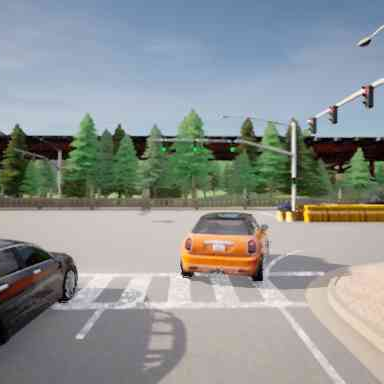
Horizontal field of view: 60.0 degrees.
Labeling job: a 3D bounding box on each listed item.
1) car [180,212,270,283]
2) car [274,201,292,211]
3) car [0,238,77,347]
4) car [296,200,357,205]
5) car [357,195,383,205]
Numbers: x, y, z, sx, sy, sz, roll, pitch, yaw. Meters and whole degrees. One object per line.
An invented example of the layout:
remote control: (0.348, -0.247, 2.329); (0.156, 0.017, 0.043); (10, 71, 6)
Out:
car: (1.201, 1.379, 10.126); (2.097, 1.767, 4.553); (0, 0, 15)
car: (11.638, 1.627, 37.328); (4.674, 1.442, 1.812); (0, 0, -2)
car: (-3.422, 1.520, 5.429); (1.837, 1.490, 4.892); (0, 0, 0)
car: (11.961, 1.683, 30.299); (4.718, 1.301, 1.895); (0, 0, -3)
car: (21.338, 1.323, 37.626); (5.566, 2.045, 2.150); (0, 0, -2)
